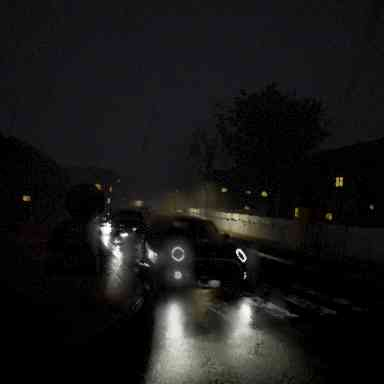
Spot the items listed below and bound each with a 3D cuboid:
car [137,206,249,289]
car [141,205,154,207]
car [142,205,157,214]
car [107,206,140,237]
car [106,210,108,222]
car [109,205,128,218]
[{"bbox_3d":[-0.117,1.494,9.568,2.097,1.767,4.553,5,-2,-17],"label":"car"},{"bbox_3d":[-6.959,2.740,48.986,1.994,1.385,4.181,4,-2,-5],"label":"car"},{"bbox_3d":[-7.474,3.005,58.989,1.994,1.385,4.181,4,-2,0],"label":"car"},{"bbox_3d":[-3.820,1.807,20.064,1.837,1.490,4.892,5,-3,-18],"label":"car"},{"bbox_3d":[-7.044,2.118,31.200,1.895,1.301,4.718,5,-2,-12],"label":"car"},{"bbox_3d":[-9.004,2.362,41.151,1.895,1.301,4.718,4,-2,-8],"label":"car"}]
